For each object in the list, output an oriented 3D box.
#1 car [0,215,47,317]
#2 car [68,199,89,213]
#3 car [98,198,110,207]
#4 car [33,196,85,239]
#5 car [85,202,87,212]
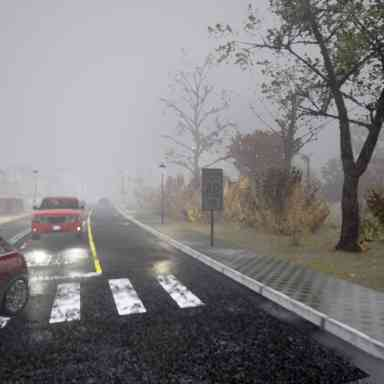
[{"bbox_3d":[-4.322,1.294,4.528,2.097,1.767,4.553,3,-1,7],"label":"car"},{"bbox_3d":[-13.885,1.656,40.847,2.033,1.411,5.357,0,0,-15],"label":"car"},{"bbox_3d":[-14.876,1.674,56.308,1.882,1.535,5.008,0,0,-13],"label":"car"},{"bbox_3d":[-6.772,1.223,17.171,2.150,2.045,5.566,0,0,-18],"label":"car"},{"bbox_3d":[-10.425,1.393,28.785,2.097,1.767,4.553,0,0,-17],"label":"car"}]
